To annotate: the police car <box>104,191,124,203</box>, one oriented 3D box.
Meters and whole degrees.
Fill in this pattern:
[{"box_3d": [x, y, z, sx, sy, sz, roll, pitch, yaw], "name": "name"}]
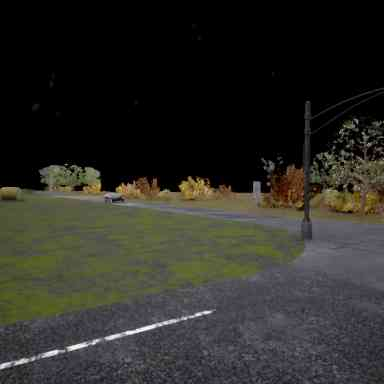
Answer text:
[{"box_3d": [-11.648, 0.743, 49.739, 1.930, 1.638, 5.238, 1, 0, -32], "name": "police car"}]
